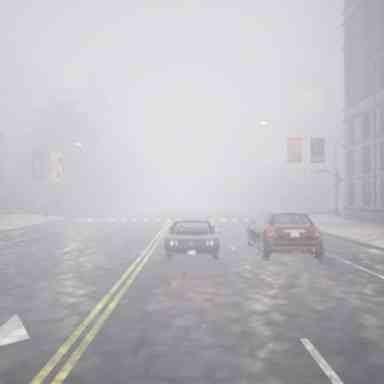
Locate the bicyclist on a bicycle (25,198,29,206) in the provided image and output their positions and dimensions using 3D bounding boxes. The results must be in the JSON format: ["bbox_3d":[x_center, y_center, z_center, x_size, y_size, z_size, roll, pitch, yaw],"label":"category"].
[{"bbox_3d":[-31.505,1.986,63.644,0.582,1.620,1.656,0,0,0],"label":"bicyclist on a bicycle"}]

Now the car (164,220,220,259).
[{"bbox_3d":[0.005,1.745,13.244,1.895,1.301,4.718,0,-1,0],"label":"car"}]

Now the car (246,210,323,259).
[{"bbox_3d":[3.506,1.497,13.422,2.097,1.767,4.553,0,-1,0],"label":"car"}]
